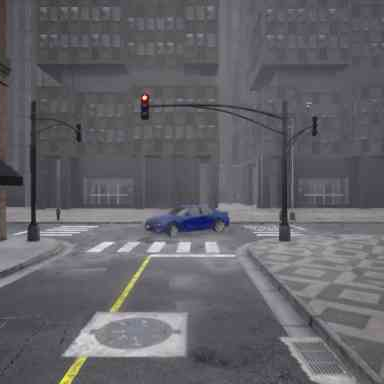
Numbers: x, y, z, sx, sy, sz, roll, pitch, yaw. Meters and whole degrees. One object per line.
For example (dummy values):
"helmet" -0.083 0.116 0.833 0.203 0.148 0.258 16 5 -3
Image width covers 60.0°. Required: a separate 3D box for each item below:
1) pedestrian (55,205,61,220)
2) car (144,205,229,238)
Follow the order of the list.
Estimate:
"pedestrian" -9.825 1.532 24.453 0.500 1.100 0.500 0 0 1
"car" -0.211 1.475 18.058 5.008 1.535 1.882 0 -1 -37
